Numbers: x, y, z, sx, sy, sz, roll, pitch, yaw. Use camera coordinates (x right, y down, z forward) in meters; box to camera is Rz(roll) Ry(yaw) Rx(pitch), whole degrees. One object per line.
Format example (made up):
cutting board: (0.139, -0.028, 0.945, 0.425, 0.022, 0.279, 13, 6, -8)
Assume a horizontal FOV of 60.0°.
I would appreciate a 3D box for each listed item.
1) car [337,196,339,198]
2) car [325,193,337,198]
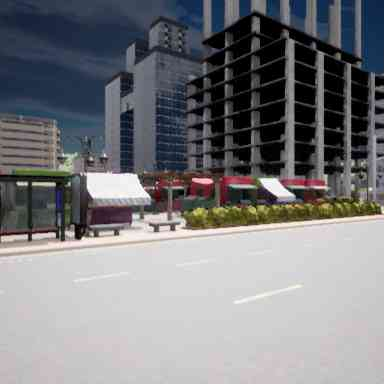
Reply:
car: (29.692, 1.082, 71.018, 1.905, 1.878, 3.866, 0, 0, -36)
car: (27.301, 1.082, 69.307, 1.905, 1.878, 3.866, 0, 0, -36)
